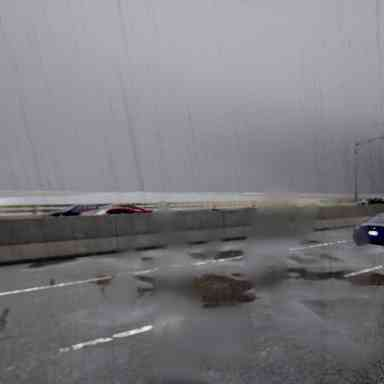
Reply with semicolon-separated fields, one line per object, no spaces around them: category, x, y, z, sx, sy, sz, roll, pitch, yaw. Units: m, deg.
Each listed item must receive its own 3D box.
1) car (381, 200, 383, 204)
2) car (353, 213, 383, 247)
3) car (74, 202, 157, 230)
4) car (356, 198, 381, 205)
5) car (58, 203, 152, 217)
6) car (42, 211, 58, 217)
car;28.548;1.292;45.245;5.566;2.045;2.150;0;0;-34
car;8.751;1.587;14.219;4.181;1.385;1.994;0;0;-35
car;-4.971;1.489;21.913;5.008;1.535;1.882;0;0;-35
car;25.295;1.547;47.259;5.008;1.535;1.882;0;0;-34
car;-4.440;1.535;18.000;4.674;1.442;1.812;0;0;-35
car;-7.961;1.557;24.087;5.357;1.411;2.033;0;0;-35
